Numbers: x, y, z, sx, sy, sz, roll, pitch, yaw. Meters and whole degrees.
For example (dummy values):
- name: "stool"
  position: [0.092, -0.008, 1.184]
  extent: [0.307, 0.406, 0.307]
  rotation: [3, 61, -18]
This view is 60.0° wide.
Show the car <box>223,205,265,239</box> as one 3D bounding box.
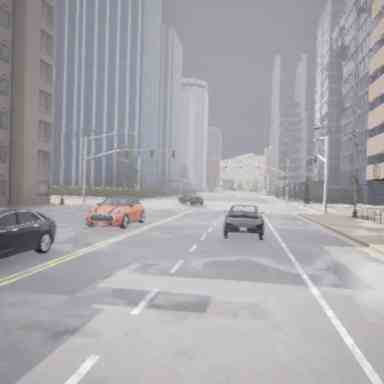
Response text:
- name: "car"
  position: [2.632, 1.387, 16.829]
  extent: [2.128, 1.511, 4.902]
  rotation: [2, 1, 9]

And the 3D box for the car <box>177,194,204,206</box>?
- name: "car"
  position: [-0.275, 1.041, 43.052]
  extent: [1.837, 1.490, 4.892]
  rotation: [4, 0, -28]

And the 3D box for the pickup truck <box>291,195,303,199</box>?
- name: "pickup truck"
  position: [27.429, 0.916, 88.421]
  extent: [2.390, 2.098, 6.274]
  rotation: [2, 1, 40]

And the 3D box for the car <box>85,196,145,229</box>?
- name: "car"
  position: [-4.255, 1.025, 19.128]
  extent: [2.097, 1.767, 4.553]
  rotation: [2, 1, 9]

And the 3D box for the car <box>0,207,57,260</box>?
- name: "car"
  position: [-5.827, 1.233, 9.546]
  extent: [1.837, 1.490, 4.892]
  rotation: [2, 1, 9]
